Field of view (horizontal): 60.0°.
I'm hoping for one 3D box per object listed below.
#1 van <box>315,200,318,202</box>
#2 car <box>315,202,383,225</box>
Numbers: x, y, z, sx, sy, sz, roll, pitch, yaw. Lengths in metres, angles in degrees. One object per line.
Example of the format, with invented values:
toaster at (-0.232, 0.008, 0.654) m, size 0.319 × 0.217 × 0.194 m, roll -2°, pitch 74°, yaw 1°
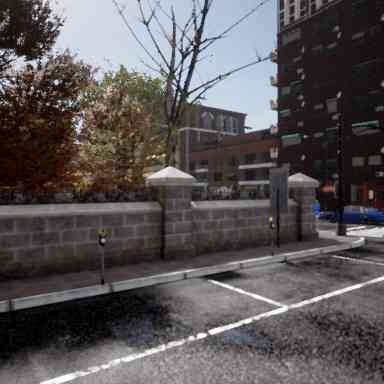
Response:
van at (10.496, 1.632, 32.597) m, size 1.690 × 1.788 × 3.998 m, roll -1°, pitch 0°, yaw -36°
car at (12.537, 1.738, 25.791) m, size 2.033 × 1.411 × 5.357 m, roll 0°, pitch -1°, yaw -39°
